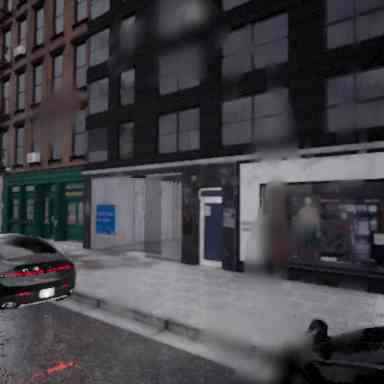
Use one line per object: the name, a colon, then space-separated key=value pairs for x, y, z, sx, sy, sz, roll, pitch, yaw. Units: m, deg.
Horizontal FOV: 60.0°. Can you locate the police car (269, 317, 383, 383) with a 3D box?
police car: x=3.065 y=1.541 z=1.937 sx=5.238 sy=1.638 sz=1.930 roll=-1 pitch=-3 yaw=38

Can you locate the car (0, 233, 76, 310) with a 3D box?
car: x=-4.743 y=1.761 z=8.005 sx=4.892 sy=1.490 sz=1.837 roll=-1 pitch=-3 yaw=38
